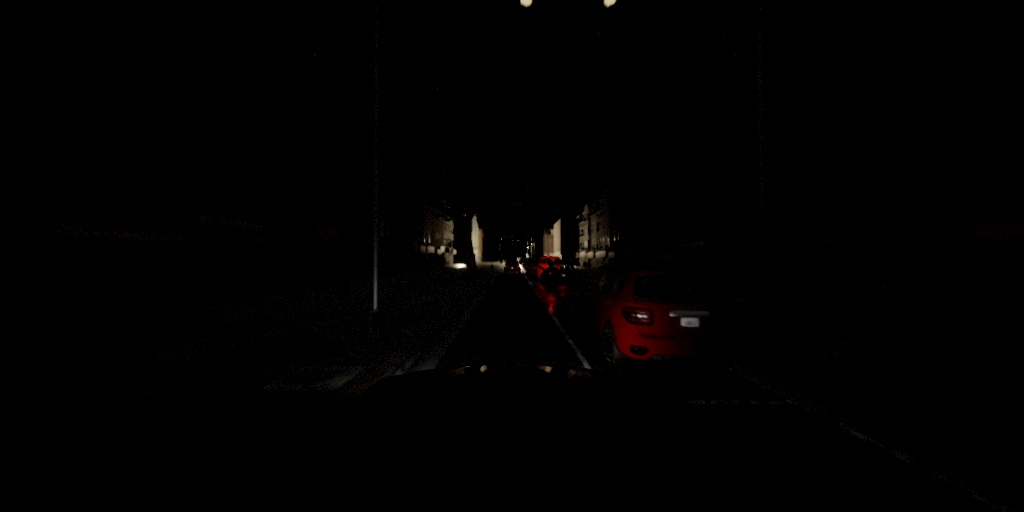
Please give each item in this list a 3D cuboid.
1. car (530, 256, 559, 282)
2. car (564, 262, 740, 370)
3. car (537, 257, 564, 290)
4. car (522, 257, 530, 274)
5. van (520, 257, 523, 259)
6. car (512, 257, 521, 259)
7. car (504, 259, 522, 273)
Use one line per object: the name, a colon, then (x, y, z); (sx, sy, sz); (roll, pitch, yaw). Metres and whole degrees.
car: (2.980, 1.020, 29.905); (2.150, 2.045, 5.566); (0, 0, 0)
car: (2.639, 1.074, 7.728); (2.192, 1.841, 5.009); (0, 0, 0)
car: (2.987, 1.135, 22.844); (2.097, 1.767, 4.553); (0, 0, 0)
car: (2.637, 1.123, 40.974); (2.192, 1.841, 5.009); (0, 0, 0)
van: (2.636, 1.172, 57.597); (1.690, 1.789, 3.998); (0, 0, 0)
car: (0.025, 1.185, 58.256); (2.097, 1.767, 4.553); (0, 0, 1)
car: (0.049, 1.376, 43.994); (1.994, 1.385, 4.181); (0, 0, 1)
